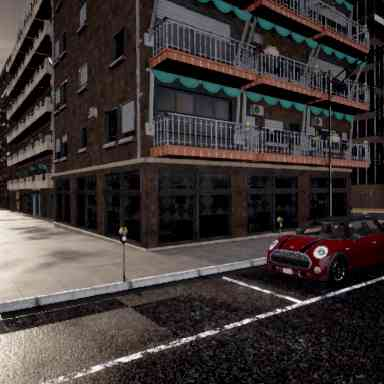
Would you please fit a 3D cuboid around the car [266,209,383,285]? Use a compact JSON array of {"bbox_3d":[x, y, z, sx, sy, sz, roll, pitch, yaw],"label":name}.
[{"bbox_3d":[3.987,1.438,9.431,4.097,1.590,1.967,0,-1,-36],"label":"car"}]
